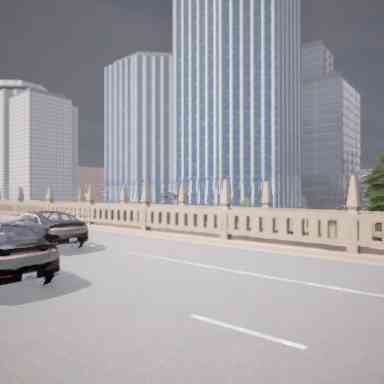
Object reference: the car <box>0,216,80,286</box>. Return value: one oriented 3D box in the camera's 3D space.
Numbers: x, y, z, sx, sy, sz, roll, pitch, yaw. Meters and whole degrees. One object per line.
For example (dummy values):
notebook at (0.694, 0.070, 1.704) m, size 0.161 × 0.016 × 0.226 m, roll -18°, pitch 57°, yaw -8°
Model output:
car at (-5.209, 1.515, 8.368) m, size 4.902 × 1.511 × 2.128 m, roll 0°, pitch 0°, yaw 39°

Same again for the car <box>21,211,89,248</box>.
car at (-6.217, 1.537, 13.742) m, size 4.902 × 1.511 × 2.128 m, roll 0°, pitch 0°, yaw 40°
